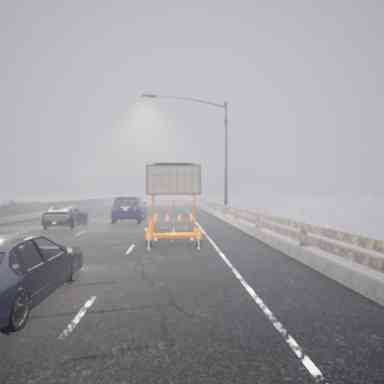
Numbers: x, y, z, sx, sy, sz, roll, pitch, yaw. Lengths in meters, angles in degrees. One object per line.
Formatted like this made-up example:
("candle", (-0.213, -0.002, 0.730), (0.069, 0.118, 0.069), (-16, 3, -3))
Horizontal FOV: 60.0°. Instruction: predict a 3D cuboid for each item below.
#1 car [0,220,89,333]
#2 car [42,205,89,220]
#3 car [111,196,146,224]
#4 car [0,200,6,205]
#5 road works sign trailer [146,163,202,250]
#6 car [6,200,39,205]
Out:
("car", (-3.755, 1.577, 6.726), (2.033, 1.411, 5.357), (0, 0, -3))
("car", (-8.109, 1.581, 21.654), (2.128, 1.511, 4.902), (0, 0, -3))
("car", (-4.847, 1.327, 25.936), (2.150, 2.045, 5.566), (0, 0, -3))
("car", (-23.485, 1.700, 42.028), (1.812, 1.442, 4.674), (0, 0, -3))
("road works sign trailer", (-0.805, 0.522, 14.706), (2.380, 3.560, 2.880), (0, 0, -3))
("car", (-19.886, 1.713, 40.323), (2.033, 1.411, 5.357), (0, 0, -3))
